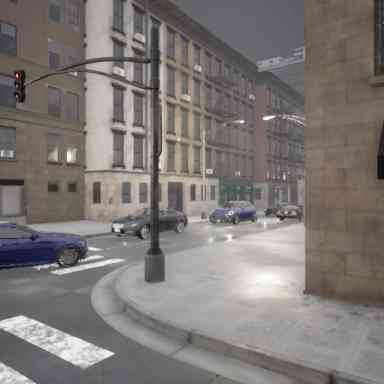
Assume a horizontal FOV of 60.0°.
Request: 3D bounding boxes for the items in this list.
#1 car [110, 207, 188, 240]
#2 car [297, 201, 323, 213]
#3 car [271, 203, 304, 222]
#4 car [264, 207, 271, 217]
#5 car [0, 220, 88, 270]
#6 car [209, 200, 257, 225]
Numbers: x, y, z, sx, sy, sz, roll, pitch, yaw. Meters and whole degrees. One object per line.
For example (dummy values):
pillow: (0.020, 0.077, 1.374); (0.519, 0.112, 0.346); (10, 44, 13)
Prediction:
car: (-2.149, 1.568, 17.830); (2.128, 1.511, 4.902); (0, 0, 35)
car: (14.823, 1.832, 41.612); (1.895, 1.301, 4.718); (0, 0, 36)
car: (8.879, 1.700, 28.248); (2.033, 1.411, 5.357); (0, 0, 35)
car: (8.910, 1.777, 33.360); (1.895, 1.301, 4.718); (0, 0, 35)
car: (-5.409, 1.550, 9.549); (4.674, 1.442, 1.812); (0, 0, -39)
car: (3.190, 1.476, 25.349); (2.097, 1.767, 4.553); (0, 0, 36)
